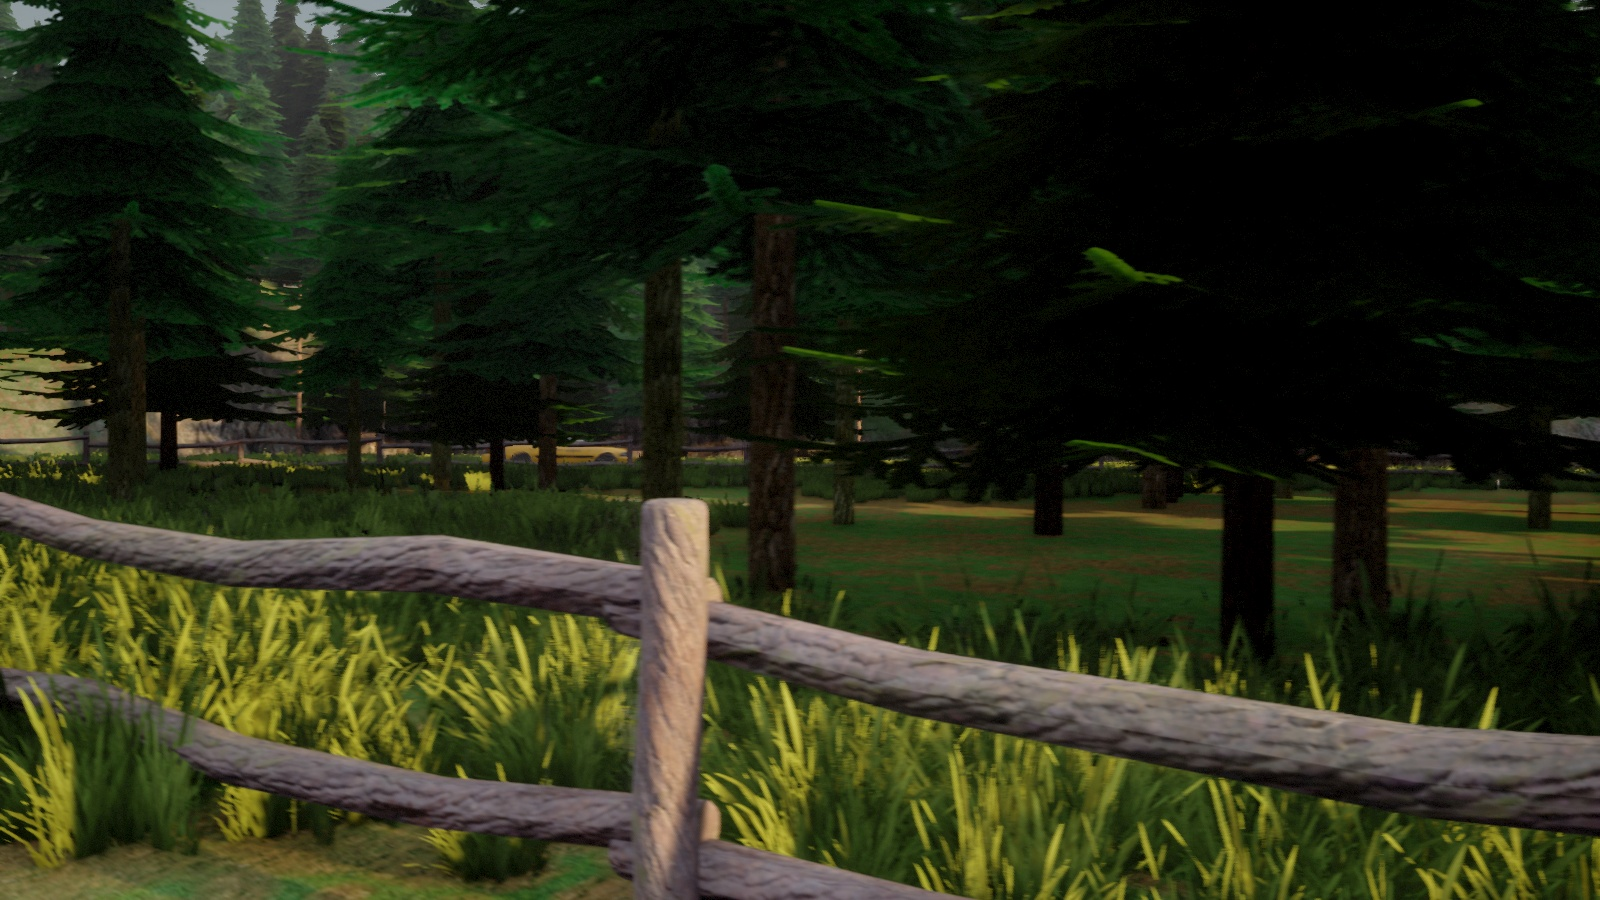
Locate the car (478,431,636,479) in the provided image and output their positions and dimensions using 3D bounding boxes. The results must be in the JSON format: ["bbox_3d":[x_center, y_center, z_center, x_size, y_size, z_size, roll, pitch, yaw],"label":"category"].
[{"bbox_3d":[-8.545,0.154,44.447,5.366,1.575,1.801,-1,1,-9],"label":"car"}]
